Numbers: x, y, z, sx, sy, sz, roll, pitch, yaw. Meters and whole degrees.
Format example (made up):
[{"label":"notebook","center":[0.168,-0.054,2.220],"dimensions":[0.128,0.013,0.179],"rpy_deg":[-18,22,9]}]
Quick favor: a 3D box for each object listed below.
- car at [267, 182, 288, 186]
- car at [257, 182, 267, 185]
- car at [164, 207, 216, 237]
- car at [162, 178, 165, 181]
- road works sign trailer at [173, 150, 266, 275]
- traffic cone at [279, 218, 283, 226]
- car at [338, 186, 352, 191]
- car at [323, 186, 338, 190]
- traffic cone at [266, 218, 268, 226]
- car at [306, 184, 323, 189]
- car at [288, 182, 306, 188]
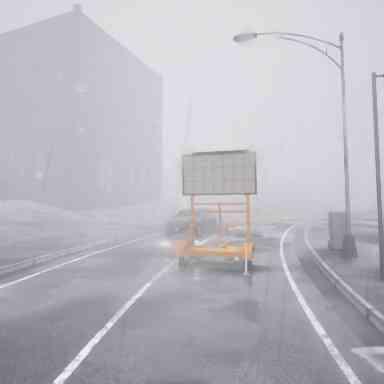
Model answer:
[{"label":"car","center":[18.030,-1.521,73.727],"dimensions":[5.008,1.535,2.097],"rpy_deg":[2,-5,-26]},{"label":"car","center":[13.043,-1.677,71.299],"dimensions":[4.674,1.452,2.002],"rpy_deg":[2,-5,-25]},{"label":"car","center":[0.023,1.665,19.067],"dimensions":[1.837,1.490,4.892],"rpy_deg":[-2,-1,19]},{"label":"car","center":[-7.076,-2.465,62.410],"dimensions":[4.553,1.767,2.185],"rpy_deg":[2,-5,-24]},{"label":"road works sign trailer","center":[0.918,0.493,10.697],"dimensions":[2.380,3.560,2.880],"rpy_deg":[-1,0,18]},{"label":"traffic cone","center":[6.098,2.049,22.751],"dimensions":[0.340,0.580,0.340],"rpy_deg":[-2,-1,17]},{"label":"car","center":[37.421,-0.645,84.473],"dimensions":[4.892,1.521,2.231],"rpy_deg":[3,-5,-31]},{"label":"car","center":[32.769,-0.834,81.695],"dimensions":[4.674,1.452,2.002],"rpy_deg":[3,-5,-30]},{"label":"traffic cone","center":[5.143,2.081,23.036],"dimensions":[0.340,0.580,0.340],"rpy_deg":[-2,-1,17]},{"label":"car","center":[27.973,-1.065,78.973],"dimensions":[4.792,1.488,2.163],"rpy_deg":[2,-5,-28]},{"label":"car","center":[22.942,-1.441,76.255],"dimensions":[4.553,1.767,2.185],"rpy_deg":[2,-5,-27]}]
